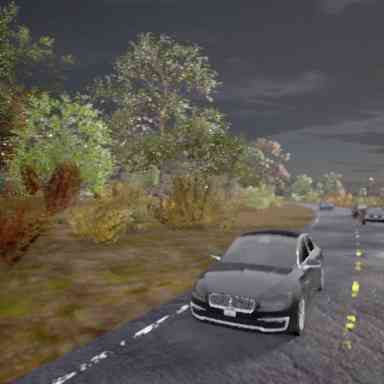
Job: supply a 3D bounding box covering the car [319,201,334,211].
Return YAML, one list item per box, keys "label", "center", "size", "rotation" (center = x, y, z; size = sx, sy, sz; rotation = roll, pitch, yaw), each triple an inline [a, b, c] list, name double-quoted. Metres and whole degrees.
- label: "car"
  center: [22.664, 2.258, 56.033]
  size: [2.097, 1.767, 4.553]
  rotation: [0, -1, 18]

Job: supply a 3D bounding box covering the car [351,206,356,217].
- label: "car"
  center: [19.645, 2.165, 38.498]
  size: [1.812, 1.442, 4.674]
  rotation: [0, -1, 21]

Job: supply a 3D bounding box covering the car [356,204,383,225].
- label: "car"
  center: [15.509, 2.025, 28.511]
  size: [2.033, 1.411, 5.357]
  rotation: [0, -1, 24]

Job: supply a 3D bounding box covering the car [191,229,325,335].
- label: "car"
  center: [1.703, 1.619, 7.185]
  size: [1.837, 1.490, 4.892]
  rotation: [0, -1, 28]
